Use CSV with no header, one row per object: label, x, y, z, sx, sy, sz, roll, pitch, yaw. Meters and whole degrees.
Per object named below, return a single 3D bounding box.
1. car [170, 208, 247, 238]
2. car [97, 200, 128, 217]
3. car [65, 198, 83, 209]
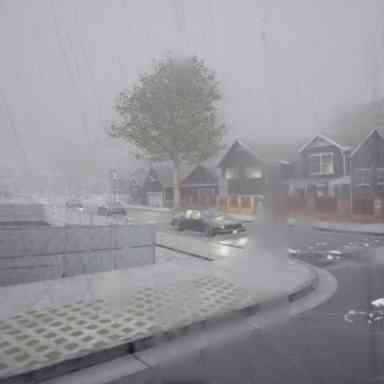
car,0.692,1.616,18.883,2.033,1.411,5.357,-3,2,-33
car,-7.785,1.562,32.156,1.837,1.490,4.892,-3,2,-31
car,-17.463,1.646,48.904,2.033,1.411,5.357,-3,1,-29
